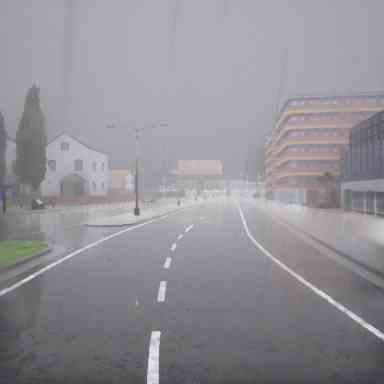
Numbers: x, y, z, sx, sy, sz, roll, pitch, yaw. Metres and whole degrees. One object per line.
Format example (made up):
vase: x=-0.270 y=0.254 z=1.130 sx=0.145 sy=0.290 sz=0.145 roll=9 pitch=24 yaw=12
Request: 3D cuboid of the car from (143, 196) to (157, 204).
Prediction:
car: x=-8.075 y=1.520 z=63.683 sx=2.128 sy=1.511 sz=4.902 roll=0 pitch=0 yaw=7
